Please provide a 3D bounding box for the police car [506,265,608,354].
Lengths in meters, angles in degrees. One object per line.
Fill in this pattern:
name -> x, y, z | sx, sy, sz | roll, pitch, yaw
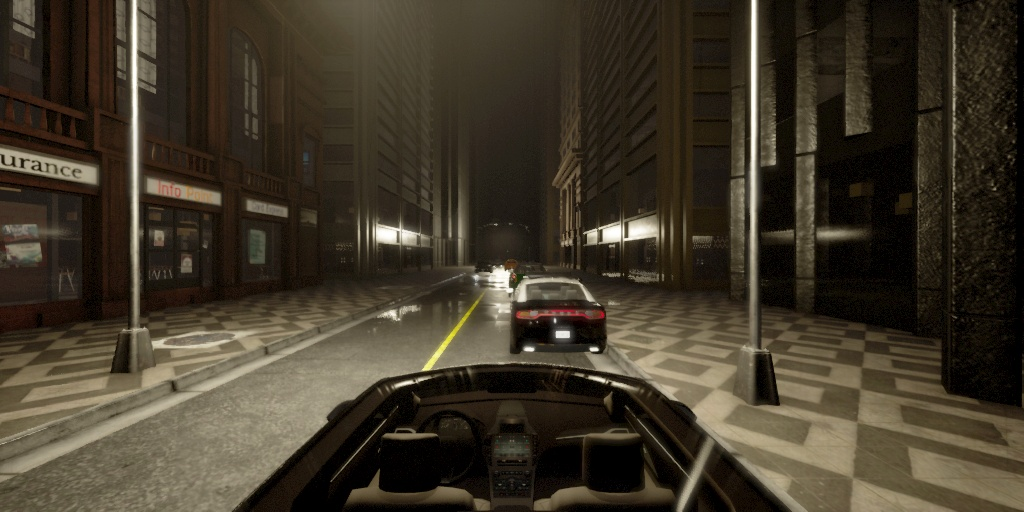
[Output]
police car -> 0.889, 1.178, 8.891 | 1.930, 1.638, 5.238 | 0, 0, 0

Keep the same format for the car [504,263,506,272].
car -> -0.035, 1.281, 48.219 | 1.882, 1.535, 5.008 | 0, 0, 0

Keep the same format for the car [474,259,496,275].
car -> -3.164, 1.294, 40.856 | 1.837, 1.490, 4.892 | 0, 0, 0

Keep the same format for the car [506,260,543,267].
car -> 0.872, 1.111, 18.752 | 2.097, 1.767, 4.553 | 0, 0, 0
